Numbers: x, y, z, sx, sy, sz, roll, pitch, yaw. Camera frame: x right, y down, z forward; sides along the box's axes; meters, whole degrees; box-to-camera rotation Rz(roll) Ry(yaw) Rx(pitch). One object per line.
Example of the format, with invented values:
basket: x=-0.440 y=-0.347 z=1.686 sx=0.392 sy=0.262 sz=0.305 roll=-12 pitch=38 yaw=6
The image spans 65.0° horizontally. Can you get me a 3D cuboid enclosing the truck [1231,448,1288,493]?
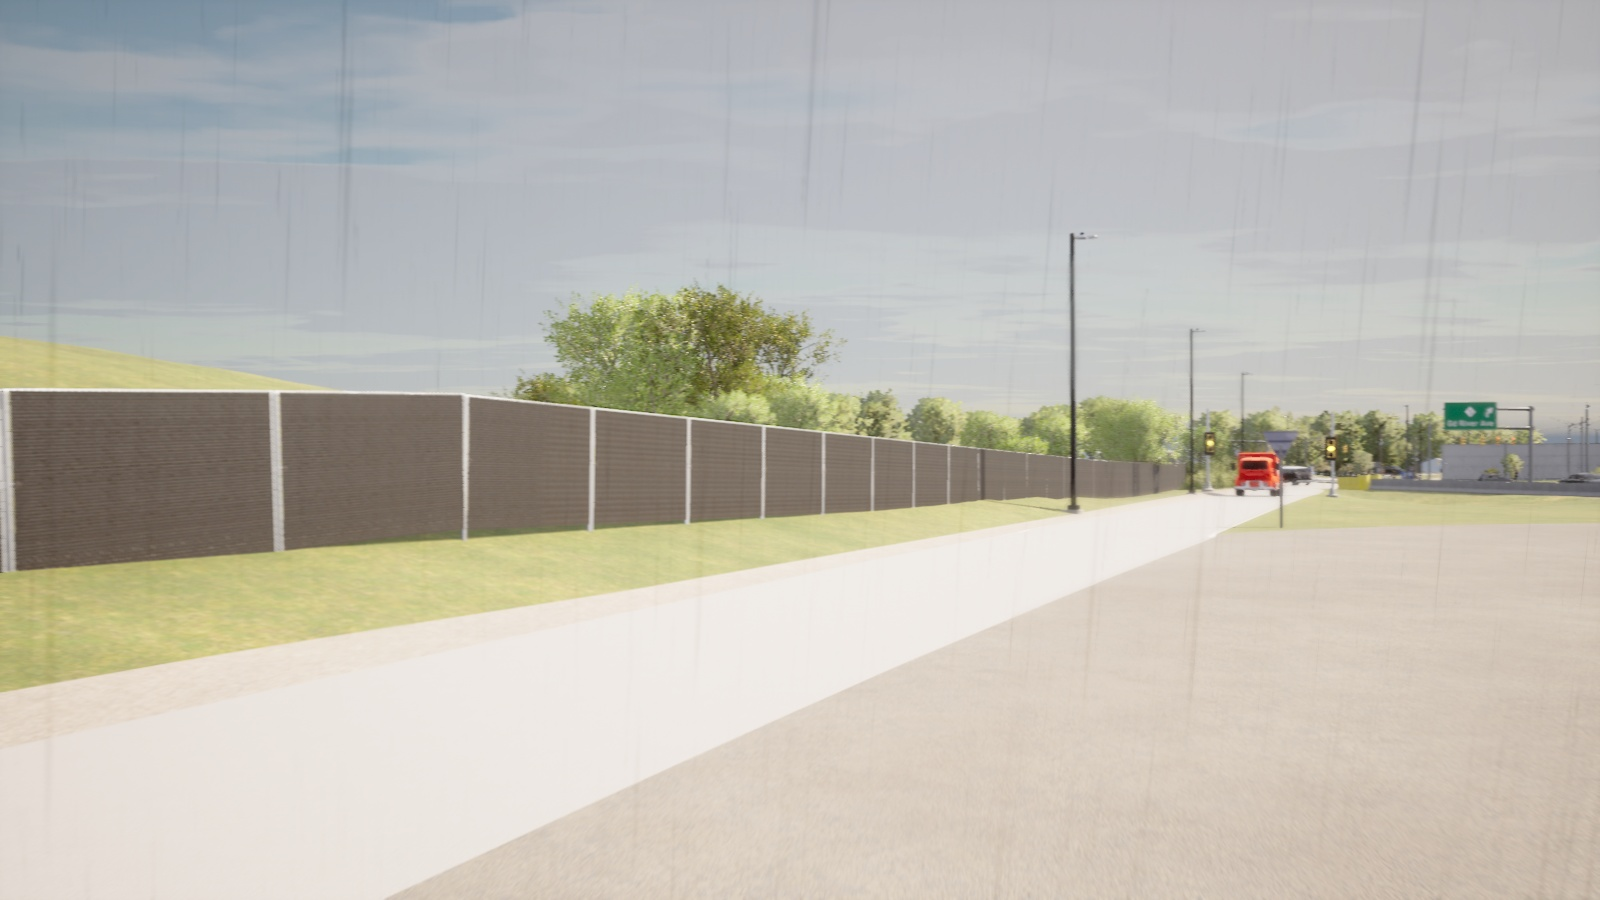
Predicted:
truck: x=26.211 y=1.198 z=71.505 sx=2.627 sy=2.467 sz=5.204 roll=-1 pitch=-1 yaw=25
